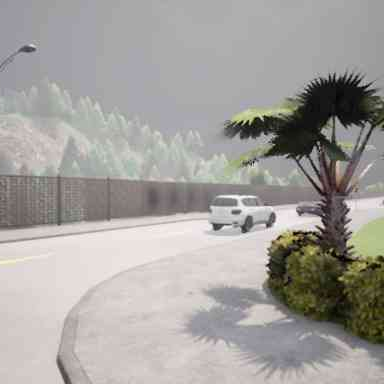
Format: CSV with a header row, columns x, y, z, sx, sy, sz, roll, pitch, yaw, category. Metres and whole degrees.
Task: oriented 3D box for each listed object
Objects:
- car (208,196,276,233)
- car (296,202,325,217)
x,y,z,sx,sy,sz,roll,pitch,yaw,category
3.125,1.227,20.002,2.150,2.045,5.566,0,0,36,car
11.563,1.607,31.756,1.895,1.301,4.718,0,0,36,car
